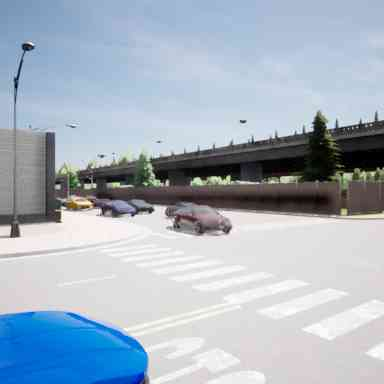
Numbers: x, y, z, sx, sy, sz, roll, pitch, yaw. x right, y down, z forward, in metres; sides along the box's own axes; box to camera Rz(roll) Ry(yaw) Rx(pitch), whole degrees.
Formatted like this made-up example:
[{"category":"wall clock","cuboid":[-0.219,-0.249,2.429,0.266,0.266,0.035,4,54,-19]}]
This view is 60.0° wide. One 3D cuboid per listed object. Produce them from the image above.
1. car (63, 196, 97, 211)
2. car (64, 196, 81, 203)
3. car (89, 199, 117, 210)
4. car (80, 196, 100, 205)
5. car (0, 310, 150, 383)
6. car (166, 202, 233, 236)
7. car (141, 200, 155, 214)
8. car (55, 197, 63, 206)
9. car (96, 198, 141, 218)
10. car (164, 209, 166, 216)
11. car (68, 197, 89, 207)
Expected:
[{"category":"car","cuboid":[-13.316,1.422,39.190,1.882,1.535,5.008,0,0,-35]},{"category":"car","cuboid":[-23.742,1.469,65.957,1.812,1.442,4.674,0,0,-36]},{"category":"car","cuboid":[-11.468,1.545,42.640,1.895,1.301,4.718,0,0,-35]},{"category":"car","cuboid":[-17.814,1.422,57.839,1.882,1.535,5.008,0,0,-36]},{"category":"car","cuboid":[-2.609,1.478,1.913,5.008,1.535,1.882,0,0,-36]},{"category":"car","cuboid":[0.448,1.503,18.886,1.812,1.442,4.674,1,0,-27]},{"category":"car","cuboid":[-5.897,1.492,34.832,2.033,1.411,5.357,0,0,-35]},{"category":"car","cuboid":[-19.939,1.492,48.522,2.033,1.411,5.357,0,0,-35]},{"category":"car","cuboid":[-6.698,1.470,29.934,1.812,1.442,4.674,0,0,-36]},{"category":"car","cuboid":[-0.531,1.508,27.316,1.994,1.385,4.181,0,0,-36]},{"category":"car","cuboid":[-17.429,1.470,51.082,1.812,1.442,4.674,0,0,-35]}]
